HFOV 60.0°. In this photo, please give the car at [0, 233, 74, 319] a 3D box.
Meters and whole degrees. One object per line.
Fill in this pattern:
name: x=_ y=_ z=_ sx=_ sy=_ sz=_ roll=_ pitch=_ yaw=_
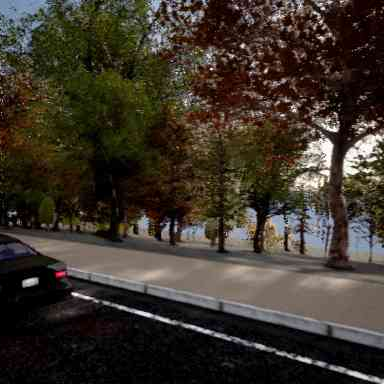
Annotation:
car: x=-4.782 y=1.594 z=7.096 sx=5.357 sy=1.411 sz=2.033 roll=0 pitch=0 yaw=36
